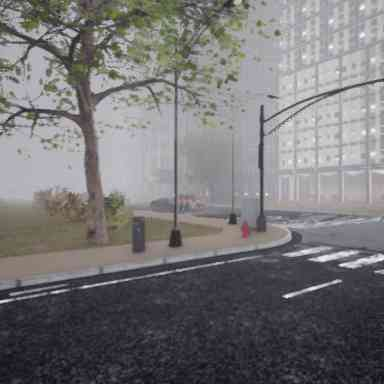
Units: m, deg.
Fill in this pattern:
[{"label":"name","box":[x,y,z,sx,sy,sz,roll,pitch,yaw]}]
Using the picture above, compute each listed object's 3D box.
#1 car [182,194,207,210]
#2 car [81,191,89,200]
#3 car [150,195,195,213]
[{"label":"car","box":[-0.342,1.057,35.832,2.097,1.767,4.553,0,0,-34]},{"label":"car","box":[-16.061,0.874,53.699,2.150,2.045,5.566,0,0,-33]},{"label":"car","box":[-2.305,1.244,32.910,2.033,1.411,5.357,0,0,-34]}]
